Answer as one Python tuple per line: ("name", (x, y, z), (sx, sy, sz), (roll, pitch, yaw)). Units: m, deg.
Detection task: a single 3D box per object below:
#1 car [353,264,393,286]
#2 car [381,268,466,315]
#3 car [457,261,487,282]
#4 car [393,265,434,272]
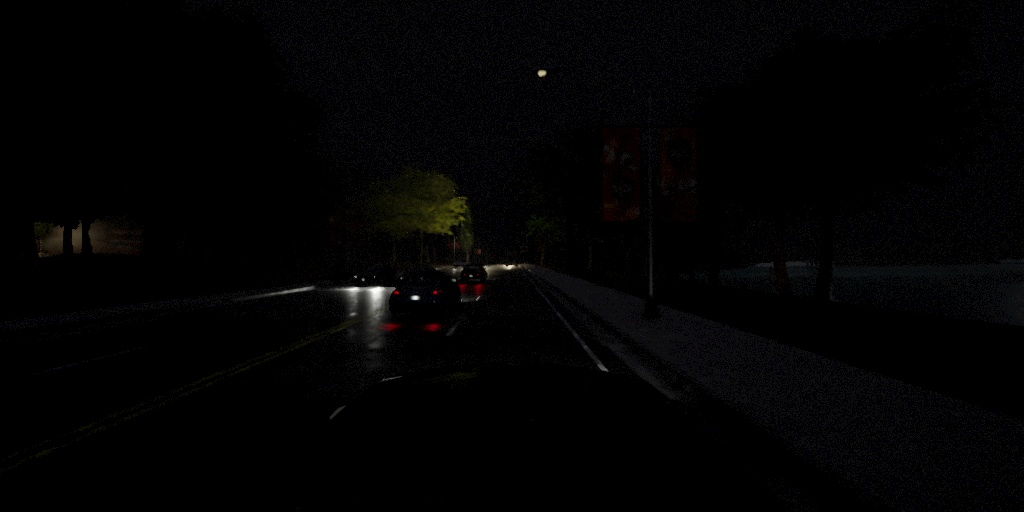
("car", (-9.854, 1.333, 26.155), (1.837, 1.490, 4.892), (0, 0, 0))
("car", (-3.156, 1.347, 13.724), (1.994, 1.385, 4.181), (0, 0, 0))
("car", (-3.159, 1.368, 29.930), (1.812, 1.442, 4.674), (0, 0, 0))
("car", (-6.606, 1.375, 26.142), (2.033, 1.411, 5.357), (0, 0, 0))
